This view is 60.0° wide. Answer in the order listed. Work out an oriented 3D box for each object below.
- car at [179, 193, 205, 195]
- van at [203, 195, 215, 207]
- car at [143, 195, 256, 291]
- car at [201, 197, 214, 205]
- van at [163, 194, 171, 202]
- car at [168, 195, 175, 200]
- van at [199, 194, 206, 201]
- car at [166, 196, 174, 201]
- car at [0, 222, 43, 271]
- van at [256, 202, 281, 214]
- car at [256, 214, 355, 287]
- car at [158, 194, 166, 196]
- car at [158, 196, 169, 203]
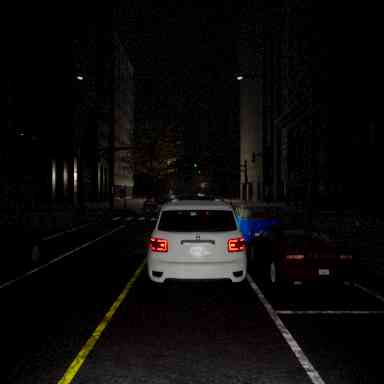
[{"bbox_3d":[0.071,1.227,19.614,2.150,2.045,5.566,0,0,0],"label":"car"},{"bbox_3d":[2.689,1.369,52.710,1.690,1.788,3.998,0,0,0],"label":"van"},{"bbox_3d":[0.096,1.223,9.170,2.150,2.045,5.566,0,0,0],"label":"car"},{"bbox_3d":[2.681,1.600,58.123,1.947,1.339,4.313,0,0,0],"label":"car"},{"bbox_3d":[-5.874,1.402,79.036,1.690,1.788,3.998,0,0,0],"label":"van"},{"bbox_3d":[-5.897,1.611,94.733,1.752,1.417,4.829,0,0,0],"label":"car"},{"bbox_3d":[2.642,1.411,85.189,1.690,1.788,3.998,0,0,0],"label":"van"},{"bbox_3d":[-5.890,1.643,89.613,1.947,1.339,4.313,0,0,0],"label":"car"},{"bbox_3d":[-5.790,1.546,9.206,1.887,1.381,4.507,0,0,0],"label":"car"},{"bbox_3d":[2.758,1.344,14.725,1.690,1.788,3.998,0,0,0],"label":"van"},{"bbox_3d":[2.765,1.546,9.200,1.887,1.381,4.507,0,0,0],"label":"car"},{"bbox_3d":[-5.844,1.578,57.880,1.887,1.381,4.507,0,0,0],"label":"car"},{"bbox_3d":[-5.859,1.597,68.458,2.008,1.369,4.403,0,0,0],"label":"car"}]
